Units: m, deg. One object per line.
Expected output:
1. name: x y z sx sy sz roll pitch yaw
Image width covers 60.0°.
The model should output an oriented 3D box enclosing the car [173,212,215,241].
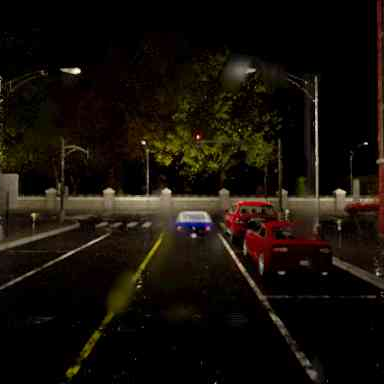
1. car: 0.083 1.639 16.839 1.895 1.301 4.718 0 0 0

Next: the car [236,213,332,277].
1. car: 2.694 1.568 10.185 1.887 1.381 4.507 1 0 0

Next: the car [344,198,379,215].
1. car: 19.306 1.561 36.158 5.009 1.841 2.192 0 -1 0

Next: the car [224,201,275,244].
1. car: 2.691 1.351 15.882 2.192 1.841 5.009 1 0 0
